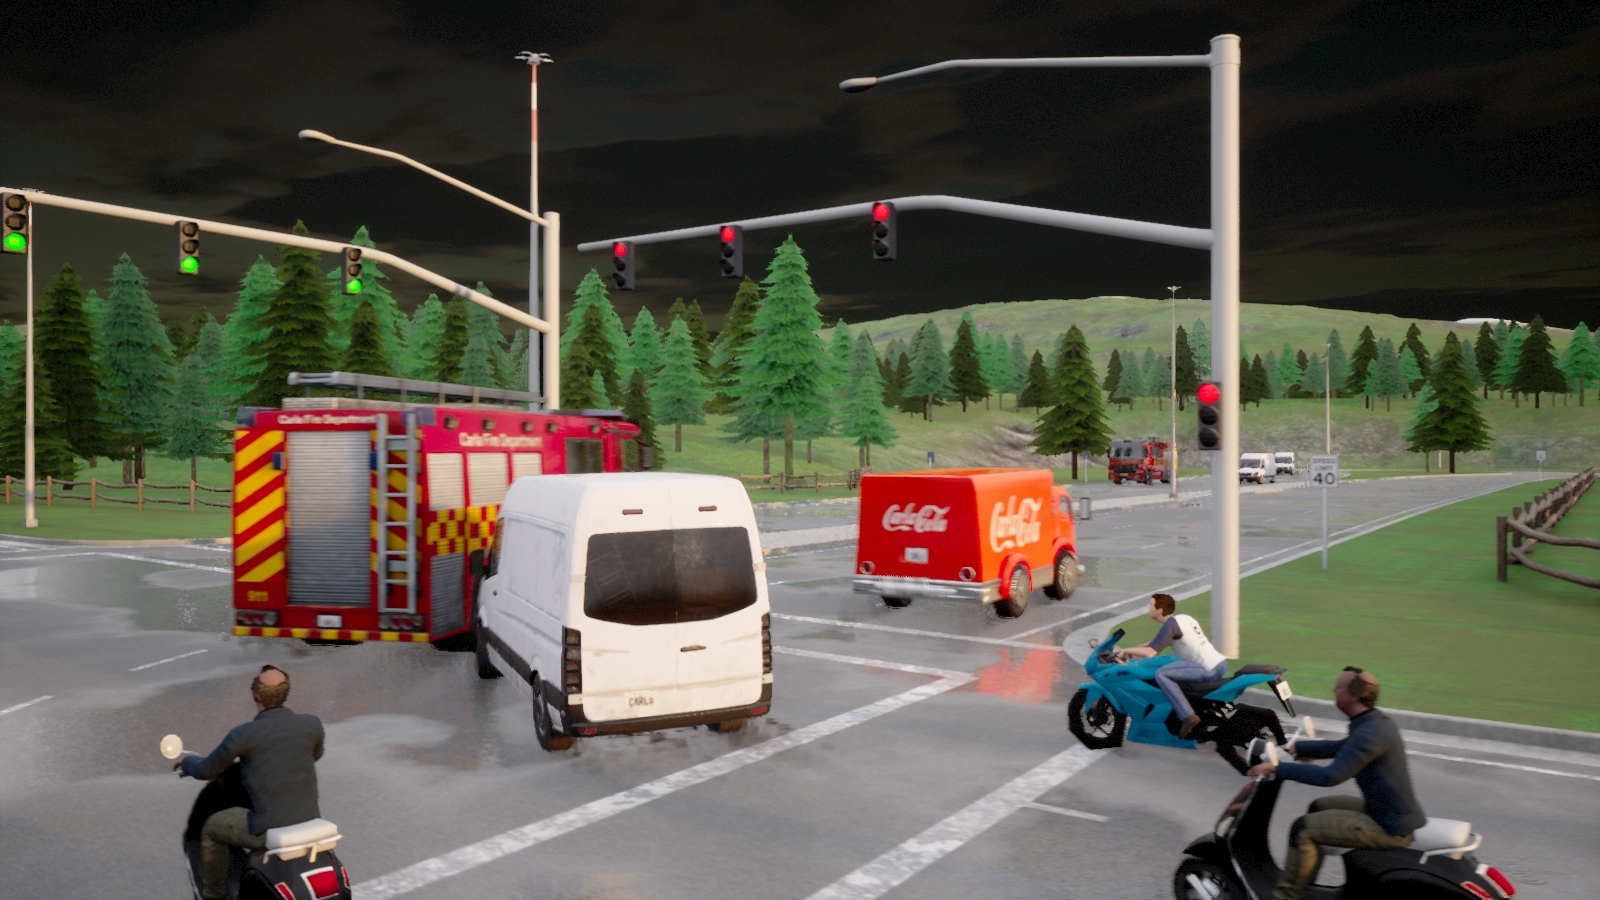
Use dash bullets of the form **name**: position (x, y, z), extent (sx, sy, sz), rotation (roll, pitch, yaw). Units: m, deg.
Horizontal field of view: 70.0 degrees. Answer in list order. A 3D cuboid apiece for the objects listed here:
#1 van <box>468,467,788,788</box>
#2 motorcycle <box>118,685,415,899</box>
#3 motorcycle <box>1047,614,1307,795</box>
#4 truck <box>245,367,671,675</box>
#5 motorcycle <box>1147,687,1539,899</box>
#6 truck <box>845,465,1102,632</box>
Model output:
- **van**: position (-2.225, 1.534, 12.667), extent (1.988, 2.561, 5.915), rotation (-1, 1, -24)
- **motorcycle**: position (-2.982, 2.142, 6.298), extent (1.805, 1.316, 0.856), rotation (0, -1, 43)
- **motorcycle**: position (3.318, 2.186, 10.150), extent (2.033, 1.199, 0.803), rotation (0, -1, 37)
- **truck**: position (-4.871, 0.889, 18.642), extent (2.891, 3.827, 8.468), rotation (0, 0, 12)
- **motorcycle**: position (2.949, 2.142, 6.277), extent (1.805, 1.316, 0.856), rotation (0, 0, 37)
- **truck**: position (3.293, 1.574, 20.634), extent (2.627, 2.467, 5.204), rotation (0, 0, 34)
